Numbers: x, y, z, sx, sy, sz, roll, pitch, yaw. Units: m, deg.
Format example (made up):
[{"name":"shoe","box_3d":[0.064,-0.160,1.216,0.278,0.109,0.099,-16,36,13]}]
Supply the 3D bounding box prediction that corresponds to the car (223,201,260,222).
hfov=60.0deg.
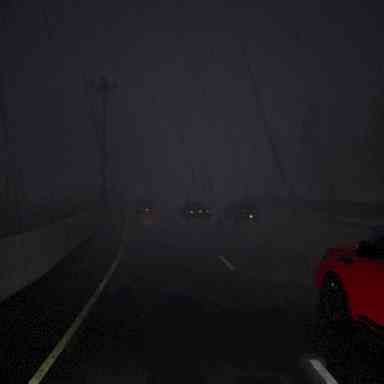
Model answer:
[{"name":"car","box_3d":[3.826,1.483,26.340,1.837,1.490,4.892,0,1,-10]}]

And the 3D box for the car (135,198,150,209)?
[{"name":"car","box_3d":[-6.678,1.560,44.542,1.895,1.301,4.718,0,0,-11]}]

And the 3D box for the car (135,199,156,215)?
[{"name":"car","box_3d":[-4.764,1.473,34.306,1.837,1.490,4.892,0,0,-11]}]

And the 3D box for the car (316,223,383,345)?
[{"name":"car","box_3d":[3.430,1.216,3.692,2.150,2.045,5.566,0,0,-3]}]

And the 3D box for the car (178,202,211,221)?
[{"name":"car","box_3d":[0.136,1.522,27.170,2.033,1.411,5.357,0,0,-11]}]
